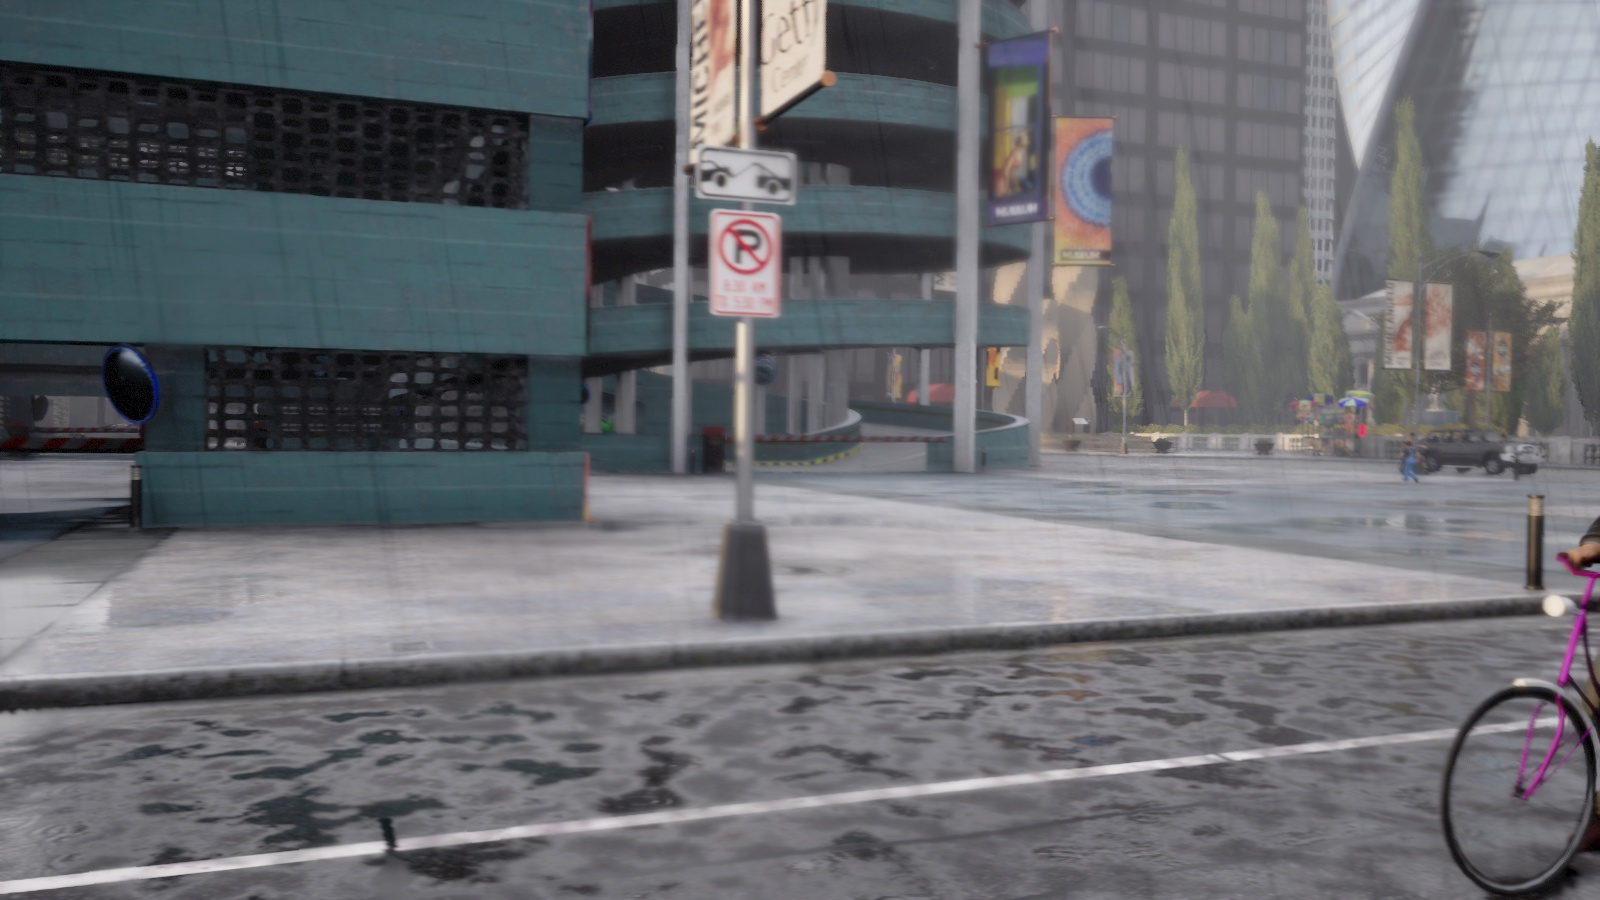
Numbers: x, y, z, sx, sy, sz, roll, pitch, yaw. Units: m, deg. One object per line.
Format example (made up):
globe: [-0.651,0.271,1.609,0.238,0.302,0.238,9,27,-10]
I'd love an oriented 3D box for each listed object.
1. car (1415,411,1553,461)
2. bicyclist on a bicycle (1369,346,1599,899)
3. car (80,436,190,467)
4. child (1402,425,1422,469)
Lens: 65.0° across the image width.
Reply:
car: [26.787,-0.551,49.343,1.932,1.855,4.605,-1,1,-21]
bicyclist on a bicycle: [2.964,0.557,4.392,1.843,1.776,0.659,-1,1,-21]
car: [-34.676,0.072,65.630,4.902,1.511,2.128,-1,1,-23]
child: [17.642,-0.095,36.185,0.270,1.263,0.437,-1,1,-23]
